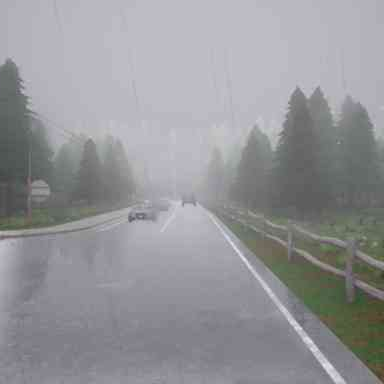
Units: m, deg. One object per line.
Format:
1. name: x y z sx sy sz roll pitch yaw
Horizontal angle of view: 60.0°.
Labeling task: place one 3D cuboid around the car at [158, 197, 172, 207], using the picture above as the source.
1. car: -4.113 1.530 50.902 1.812 1.442 4.674 0 0 -1

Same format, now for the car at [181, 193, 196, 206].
1. car: -0.541 1.225 54.538 2.150 2.045 5.566 0 0 -2

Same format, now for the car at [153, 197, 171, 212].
1. car: -3.754 1.352 38.001 2.097 1.767 4.553 0 0 -1

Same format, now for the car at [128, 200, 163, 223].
1. car: -3.631 1.562 25.479 1.994 1.385 4.181 0 0 0
